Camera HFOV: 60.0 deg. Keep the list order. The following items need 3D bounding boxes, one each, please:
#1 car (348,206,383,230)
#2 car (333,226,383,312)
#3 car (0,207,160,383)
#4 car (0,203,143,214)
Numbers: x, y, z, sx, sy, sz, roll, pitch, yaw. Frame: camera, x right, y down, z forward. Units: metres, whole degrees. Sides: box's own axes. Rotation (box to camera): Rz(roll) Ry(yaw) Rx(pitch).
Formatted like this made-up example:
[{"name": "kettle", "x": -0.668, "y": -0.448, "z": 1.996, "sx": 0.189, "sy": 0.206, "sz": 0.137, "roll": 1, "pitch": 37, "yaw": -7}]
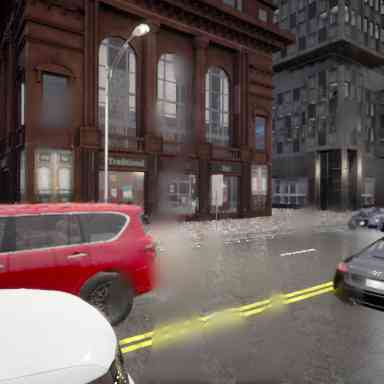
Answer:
[{"name": "car", "x": 10.987, "y": 1.549, "z": 19.530, "sx": 4.181, "sy": 1.385, "sz": 1.994, "roll": 0, "pitch": 0, "yaw": -36}, {"name": "car", "x": 4.811, "y": 1.562, "z": 6.888, "sx": 4.181, "sy": 1.385, "sz": 1.994, "roll": 0, "pitch": 0, "yaw": -35}, {"name": "car", "x": -2.926, "y": 1.221, "z": 1.348, "sx": 5.566, "sy": 2.045, "sz": 2.150, "roll": 0, "pitch": 0, "yaw": -36}, {"name": "car", "x": -3.212, "y": 1.223, "z": 5.387, "sx": 5.566, "sy": 2.045, "sz": 2.150, "roll": 0, "pitch": 0, "yaw": -36}]
